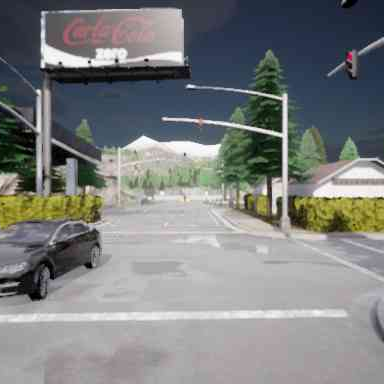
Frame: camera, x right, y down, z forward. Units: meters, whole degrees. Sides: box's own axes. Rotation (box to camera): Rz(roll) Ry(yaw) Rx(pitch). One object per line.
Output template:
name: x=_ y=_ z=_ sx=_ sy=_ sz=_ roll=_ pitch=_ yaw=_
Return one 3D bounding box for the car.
car: x=-3.845 y=1.459 z=8.476 sx=2.128 sy=1.511 sz=4.902 roll=0 pitch=-1 yaw=5
